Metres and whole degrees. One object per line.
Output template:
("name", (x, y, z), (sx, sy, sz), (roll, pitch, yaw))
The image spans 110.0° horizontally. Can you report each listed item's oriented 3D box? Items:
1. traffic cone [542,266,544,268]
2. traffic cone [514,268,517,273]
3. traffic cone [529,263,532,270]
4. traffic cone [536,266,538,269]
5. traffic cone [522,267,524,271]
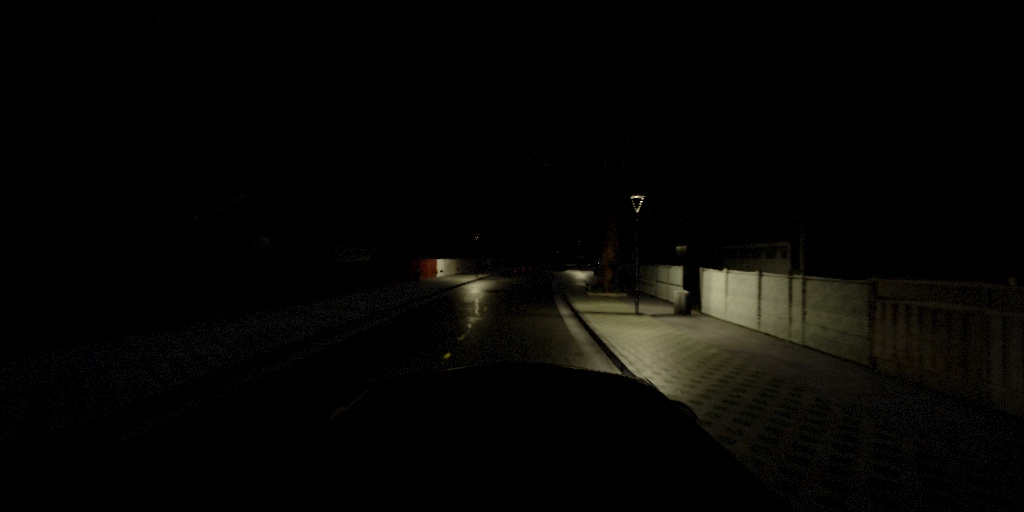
("traffic cone", (5.448, 1.781, 63.193), (0.340, 0.580, 0.340), (0, 0, 17))
("traffic cone", (0.451, 1.734, 43.591), (0.340, 0.580, 0.340), (0, 0, 12))
("traffic cone", (2.716, 1.755, 53.451), (0.340, 0.580, 0.340), (0, 0, 14))
("traffic cone", (4.024, 1.768, 58.338), (0.340, 0.580, 0.340), (0, 0, 16))
("traffic cone", (1.525, 1.744, 48.534), (0.340, 0.580, 0.340), (0, 0, 13))
